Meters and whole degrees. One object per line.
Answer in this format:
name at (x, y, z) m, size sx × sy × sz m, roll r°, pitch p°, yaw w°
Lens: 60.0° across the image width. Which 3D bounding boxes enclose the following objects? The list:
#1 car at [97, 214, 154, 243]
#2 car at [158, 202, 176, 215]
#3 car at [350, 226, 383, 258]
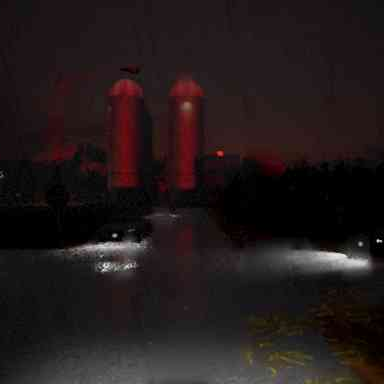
car at (-3.344, 1.845, 17.413) m, size 1.994 × 1.385 × 4.181 m, roll 0°, pitch -1°, yaw 7°
car at (-3.074, 2.068, 41.517) m, size 1.837 × 1.490 × 4.892 m, roll 0°, pitch 2°, yaw 0°
car at (7.809, 1.622, 11.576) m, size 4.181 × 1.385 × 1.994 m, roll 0°, pitch 0°, yaw -3°
